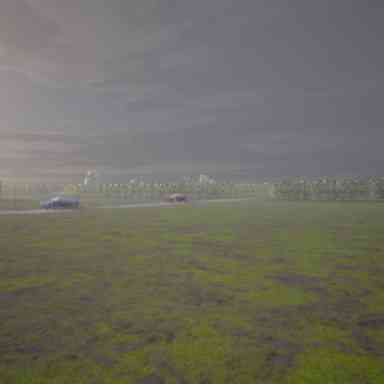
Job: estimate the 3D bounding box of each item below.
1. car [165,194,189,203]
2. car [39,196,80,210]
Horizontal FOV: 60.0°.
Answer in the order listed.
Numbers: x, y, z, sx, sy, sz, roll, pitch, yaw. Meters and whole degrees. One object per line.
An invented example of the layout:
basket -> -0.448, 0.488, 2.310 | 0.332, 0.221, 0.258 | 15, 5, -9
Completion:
car -> -2.594, 1.008, 56.534 | 1.882, 1.535, 5.008 | 0, 0, 37
car -> -15.449, 1.250, 38.984 | 1.812, 1.442, 4.674 | 0, 0, 36
